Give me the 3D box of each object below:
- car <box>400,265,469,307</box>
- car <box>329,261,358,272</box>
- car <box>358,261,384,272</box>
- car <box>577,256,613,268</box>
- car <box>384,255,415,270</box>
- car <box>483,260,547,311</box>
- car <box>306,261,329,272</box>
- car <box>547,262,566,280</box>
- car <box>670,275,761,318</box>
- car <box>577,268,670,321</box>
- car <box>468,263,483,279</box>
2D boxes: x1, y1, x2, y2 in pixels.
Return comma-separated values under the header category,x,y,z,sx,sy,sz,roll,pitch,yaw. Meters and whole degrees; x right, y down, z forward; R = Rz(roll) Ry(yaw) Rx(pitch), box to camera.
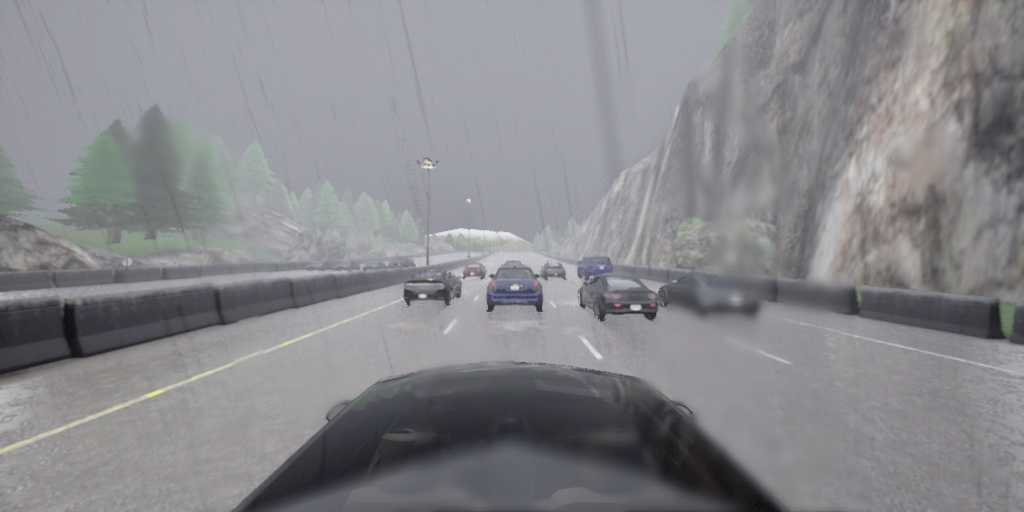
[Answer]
category,x,y,z,sx,sy,sz,roll,pitch,yaw
car,-3.398,1.314,16.066,2.128,1.511,4.902,0,0,0
car,-21.079,1.297,46.045,1.994,1.385,4.181,0,1,0
car,-17.581,1.296,46.041,1.994,1.385,4.181,0,1,0
car,7.103,1.039,31.057,2.150,2.045,5.566,0,0,0
car,-14.084,0.954,45.963,2.150,2.045,5.566,0,1,0
car,0.101,1.171,15.005,2.097,1.767,4.553,0,0,0
car,-24.577,1.297,46.046,1.994,1.385,4.181,0,1,0
car,3.603,1.306,31.886,2.128,1.511,4.902,0,0,0
car,7.101,1.378,13.370,1.994,1.385,4.181,0,0,0
car,3.602,1.338,12.727,1.812,1.442,4.674,0,0,0
car,-3.397,1.338,32.971,1.812,1.442,4.674,0,0,0
